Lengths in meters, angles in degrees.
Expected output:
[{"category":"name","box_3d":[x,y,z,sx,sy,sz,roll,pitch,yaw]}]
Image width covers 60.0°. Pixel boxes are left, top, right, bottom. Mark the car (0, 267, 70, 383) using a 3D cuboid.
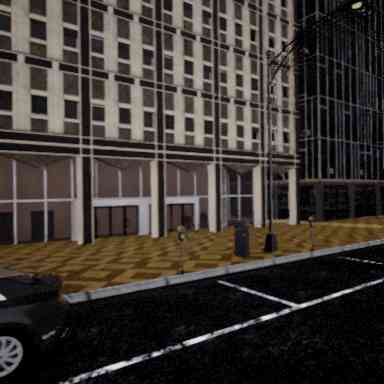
[{"category":"car","box_3d":[-3.757,1.615,3.875,4.403,1.369,2.008,0,-1,-36]}]
